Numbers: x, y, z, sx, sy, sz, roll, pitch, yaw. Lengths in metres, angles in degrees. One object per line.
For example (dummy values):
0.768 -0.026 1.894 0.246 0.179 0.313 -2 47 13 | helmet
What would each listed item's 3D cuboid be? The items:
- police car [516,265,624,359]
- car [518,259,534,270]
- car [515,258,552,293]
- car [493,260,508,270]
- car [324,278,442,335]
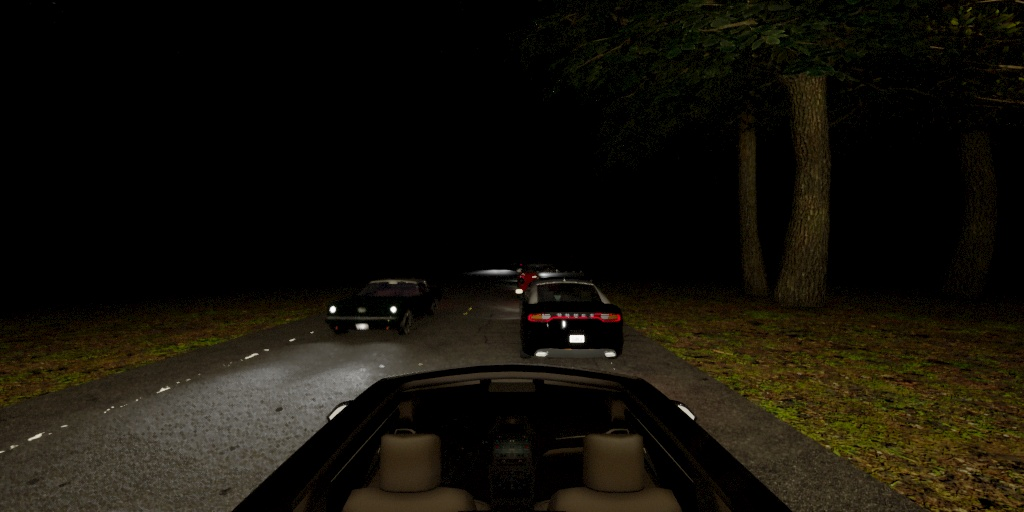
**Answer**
1.119 1.170 8.549 1.930 1.638 5.238 0 0 1 | police car
2.018 1.231 50.941 2.033 1.411 5.357 0 0 4 | car
1.330 1.084 18.370 2.097 1.767 4.553 0 0 2 | car
-1.610 1.278 51.634 1.895 1.301 4.718 0 0 4 | car
-3.480 1.343 10.615 1.895 1.301 4.718 0 0 1 | car
